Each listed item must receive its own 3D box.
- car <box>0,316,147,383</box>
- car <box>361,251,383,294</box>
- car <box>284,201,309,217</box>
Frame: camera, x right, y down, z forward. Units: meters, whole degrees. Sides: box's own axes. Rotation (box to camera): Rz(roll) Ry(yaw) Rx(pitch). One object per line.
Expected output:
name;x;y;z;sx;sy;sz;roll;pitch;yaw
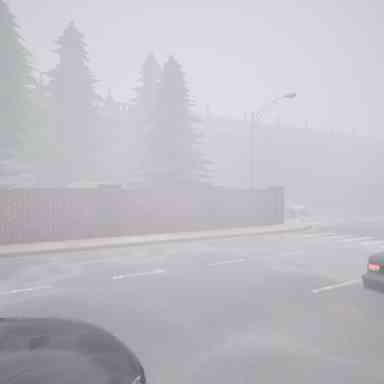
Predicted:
car;-2.587;1.492;1.805;4.902;1.511;2.128;0;0;-35
car;6.044;1.548;7.385;5.357;1.411;2.033;0;0;-31
car;9.223;1.581;32.599;1.812;1.442;4.674;0;0;-32
